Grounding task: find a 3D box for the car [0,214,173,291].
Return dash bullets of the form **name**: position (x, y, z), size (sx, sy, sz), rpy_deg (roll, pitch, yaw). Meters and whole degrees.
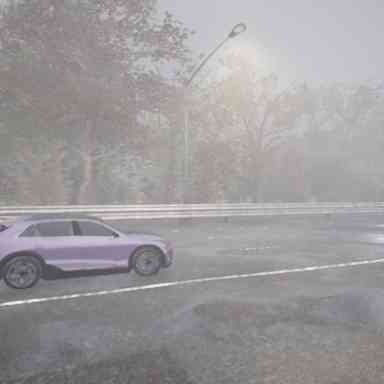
- **car**: position (-2.907, 1.407, 8.865), size (4.856, 1.649, 2.033), rpy_deg (0, 0, -24)
